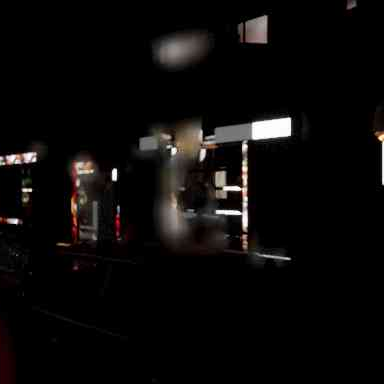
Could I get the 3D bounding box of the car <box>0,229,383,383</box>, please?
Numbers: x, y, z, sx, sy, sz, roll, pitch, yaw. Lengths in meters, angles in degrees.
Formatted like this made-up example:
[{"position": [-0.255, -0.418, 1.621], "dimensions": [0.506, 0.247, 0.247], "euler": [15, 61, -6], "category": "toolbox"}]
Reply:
[{"position": [-0.335, 1.293, 3.128], "dimensions": [5.009, 1.841, 2.192], "euler": [1, 0, 35], "category": "car"}]
